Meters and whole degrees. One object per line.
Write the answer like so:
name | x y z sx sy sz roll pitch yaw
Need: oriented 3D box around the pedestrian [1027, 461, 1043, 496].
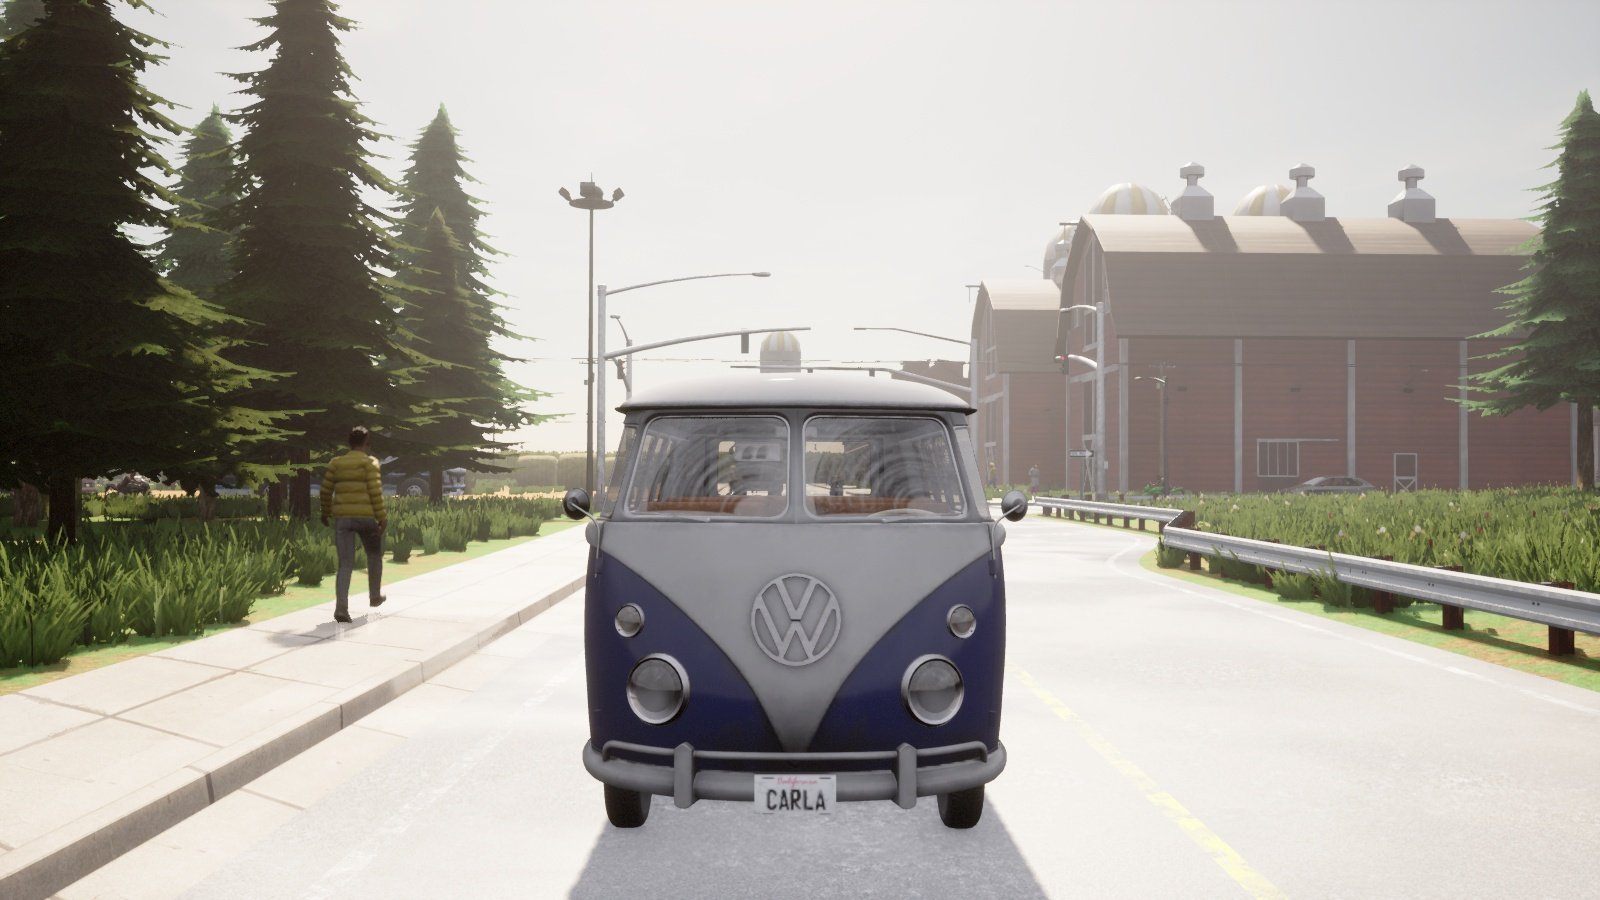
pedestrian | 13.211 1.587 70.563 0.659 1.952 0.873 0 -1 -8

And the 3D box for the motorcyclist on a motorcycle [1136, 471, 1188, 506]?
motorcyclist on a motorcycle | 16.080 1.694 55.812 2.044 1.523 0.797 0 -1 -1

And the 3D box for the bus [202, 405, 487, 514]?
bus | -18.437 0.402 51.531 10.273 4.253 3.944 0 -1 -1

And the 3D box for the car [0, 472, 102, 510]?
car | -32.903 1.787 54.674 3.988 1.617 1.851 0 -1 -1

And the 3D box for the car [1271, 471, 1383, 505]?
car | 23.452 1.699 55.983 4.193 1.474 1.816 0 -1 -1

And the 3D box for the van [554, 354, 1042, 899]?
van | -0.024 0.681 6.802 1.775 1.987 4.442 0 -1 0

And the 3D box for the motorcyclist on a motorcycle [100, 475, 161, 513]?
motorcyclist on a motorcycle | -27.342 1.792 51.301 2.044 1.523 0.797 0 -1 -1

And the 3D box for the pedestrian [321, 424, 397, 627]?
pedestrian | -4.117 0.690 11.754 0.431 1.840 0.709 0 -1 2
